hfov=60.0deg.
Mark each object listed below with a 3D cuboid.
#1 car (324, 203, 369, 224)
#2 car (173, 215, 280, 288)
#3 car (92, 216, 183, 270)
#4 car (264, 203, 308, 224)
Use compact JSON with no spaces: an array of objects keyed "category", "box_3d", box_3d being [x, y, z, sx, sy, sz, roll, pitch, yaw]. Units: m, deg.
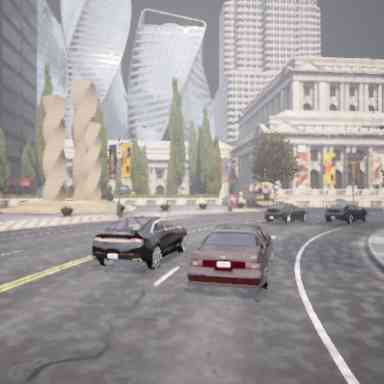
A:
[{"category":"car","box_3d":[12.378,1.678,26.518,4.892,1.490,1.837,0,-1,-41]},{"category":"car","box_3d":[1.342,1.614,9.558,2.033,1.411,5.357,0,0,15]},{"category":"car","box_3d":[-1.531,1.574,11.521,2.128,1.511,4.902,0,0,16]},{"category":"car","box_3d":[7.703,1.685,26.915,1.837,1.490,4.892,-1,-1,44]}]
